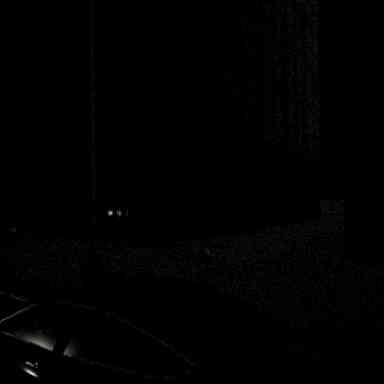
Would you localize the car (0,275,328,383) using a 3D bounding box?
[{"bbox_3d":[-0.842,1.580,3.457,4.313,1.339,1.947,0,-1,36],"label":"car"}]
